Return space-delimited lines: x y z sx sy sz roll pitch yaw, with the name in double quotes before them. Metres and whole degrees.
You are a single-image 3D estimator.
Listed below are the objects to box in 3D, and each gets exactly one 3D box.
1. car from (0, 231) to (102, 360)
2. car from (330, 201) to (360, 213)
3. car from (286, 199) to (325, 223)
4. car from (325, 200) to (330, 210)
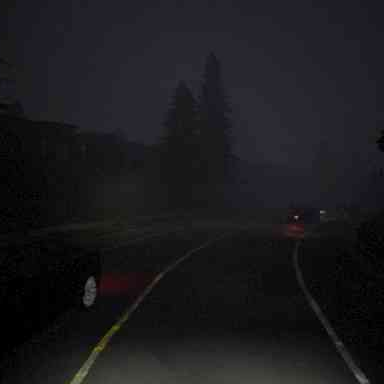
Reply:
"car" -3.061 1.459 5.017 1.882 1.535 5.008 0 0 8
"car" 18.435 1.703 39.484 1.895 1.301 4.718 0 0 39
"car" 8.766 1.554 26.035 1.837 1.490 4.892 0 0 31
"car" 16.532 1.655 42.930 1.994 1.385 4.181 0 0 40
